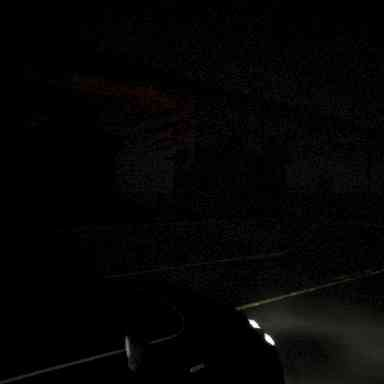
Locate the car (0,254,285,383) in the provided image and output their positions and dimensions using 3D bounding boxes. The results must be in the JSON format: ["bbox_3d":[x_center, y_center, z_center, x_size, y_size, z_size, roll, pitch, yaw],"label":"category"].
[{"bbox_3d":[-1.301,1.358,2.807,4.553,1.767,2.097,1,0,-36],"label":"car"}]
